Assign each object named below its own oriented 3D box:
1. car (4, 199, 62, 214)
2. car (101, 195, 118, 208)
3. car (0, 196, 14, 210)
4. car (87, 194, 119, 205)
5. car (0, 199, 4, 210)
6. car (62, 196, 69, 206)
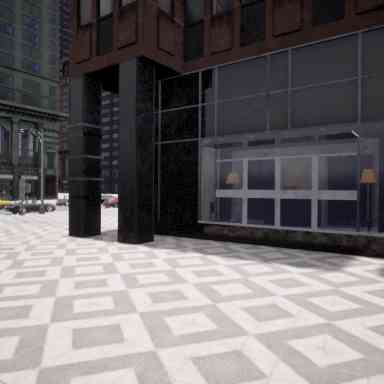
[{"bbox_3d":[-15.007,1.341,31.216,2.008,1.369,4.403,2,2,36],"label":"car"},{"bbox_3d":[-8.748,1.243,39.963,1.802,1.307,4.206,2,2,36],"label":"car"},{"bbox_3d":[-22.140,1.232,35.895,1.752,1.417,4.829,2,2,36],"label":"car"},{"bbox_3d":[-12.959,1.082,48.726,1.947,1.339,4.313,2,2,36],"label":"car"},{"bbox_3d":[-18.137,1.418,26.842,1.947,1.339,4.313,2,2,36],"label":"car"},{"bbox_3d":[-15.986,1.131,44.496,2.008,1.369,4.403,2,2,36],"label":"car"}]
